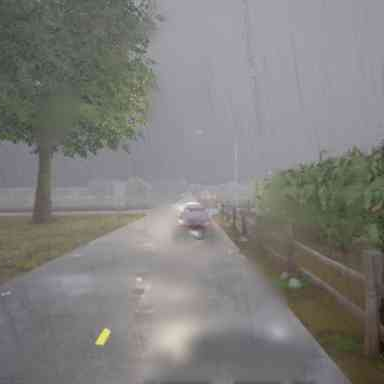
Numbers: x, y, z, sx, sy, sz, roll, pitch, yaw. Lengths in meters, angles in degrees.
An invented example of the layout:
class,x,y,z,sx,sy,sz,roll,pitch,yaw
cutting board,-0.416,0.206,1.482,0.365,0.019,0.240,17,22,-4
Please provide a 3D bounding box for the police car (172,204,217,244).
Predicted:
class,x,y,z,sx,sy,sz,roll,pitch,yaw
police car,0.103,1.556,16.212,2.038,1.542,4.974,0,0,0

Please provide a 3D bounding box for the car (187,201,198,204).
class,x,y,z,sx,sy,sz,roll,pitch,yaw
car,0.052,1.614,29.462,1.801,1.575,5.366,0,-1,0
